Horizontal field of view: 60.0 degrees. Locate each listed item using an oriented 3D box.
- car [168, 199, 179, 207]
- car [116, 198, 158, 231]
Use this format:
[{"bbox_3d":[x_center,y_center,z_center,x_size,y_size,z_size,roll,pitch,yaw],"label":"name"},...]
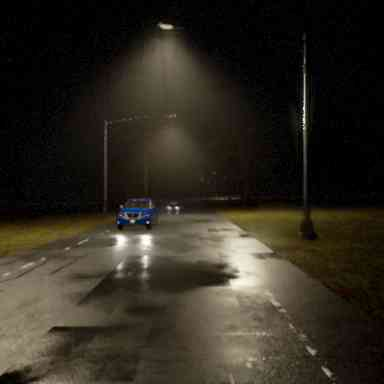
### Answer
[{"bbox_3d":[-3.511,2.177,64.514,1.812,1.442,4.674,0,0,0],"label":"car"},{"bbox_3d":[-3.599,1.444,22.875,2.150,2.045,5.566,0,-1,0],"label":"car"}]
